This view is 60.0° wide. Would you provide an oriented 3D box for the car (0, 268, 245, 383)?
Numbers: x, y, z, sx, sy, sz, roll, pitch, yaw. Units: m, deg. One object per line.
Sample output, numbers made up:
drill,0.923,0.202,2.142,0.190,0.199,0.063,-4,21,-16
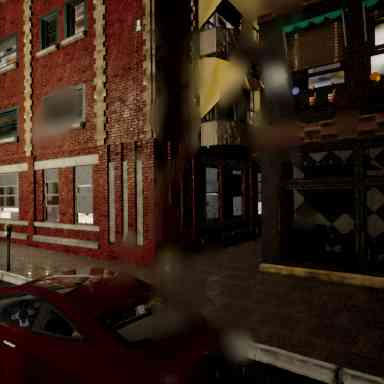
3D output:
car,-1.444,1.583,3.879,4.206,1.307,1.802,0,-1,36
